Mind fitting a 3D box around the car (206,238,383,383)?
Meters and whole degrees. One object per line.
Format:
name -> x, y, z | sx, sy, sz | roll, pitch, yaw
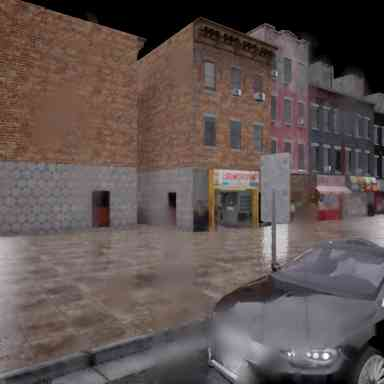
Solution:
car -> 2.430, 1.492, 4.815 | 4.902, 1.511, 2.128 | 0, 0, -36
